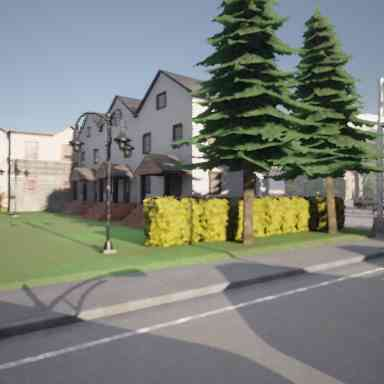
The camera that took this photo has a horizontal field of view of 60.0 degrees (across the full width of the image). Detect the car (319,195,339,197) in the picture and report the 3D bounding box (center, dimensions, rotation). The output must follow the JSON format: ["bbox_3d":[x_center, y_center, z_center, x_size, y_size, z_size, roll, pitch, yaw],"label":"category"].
[{"bbox_3d":[28.855,1.674,71.922,1.905,1.878,3.866,1,0,-36],"label":"car"}]

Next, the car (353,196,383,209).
[{"bbox_3d":[26.120,1.549,48.501,1.932,1.855,4.605,1,0,-36],"label":"car"}]
